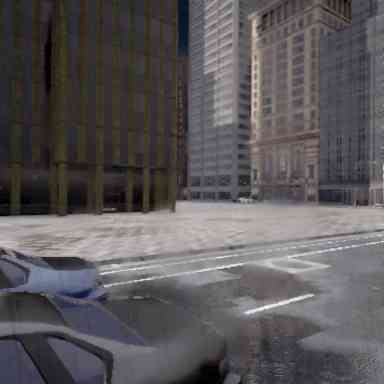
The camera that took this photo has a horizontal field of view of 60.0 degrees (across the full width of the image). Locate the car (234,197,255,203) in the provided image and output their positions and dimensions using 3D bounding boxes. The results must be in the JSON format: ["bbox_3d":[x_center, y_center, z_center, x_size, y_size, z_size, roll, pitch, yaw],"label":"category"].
[{"bbox_3d":[12.415,1.793,76.096,1.812,1.442,4.674,1,-1,-35],"label":"car"}]

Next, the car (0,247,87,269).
[{"bbox_3d":[-3.988,1.542,4.831,5.357,1.411,2.033,1,0,-35],"label":"car"}]

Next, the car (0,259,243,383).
[{"bbox_3d":[-2.102,1.542,2.185,5.357,1.411,2.033,1,0,-35],"label":"car"}]

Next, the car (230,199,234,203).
[{"bbox_3d":[11.474,2.132,82.612,1.895,1.301,4.718,1,-1,-35],"label":"car"}]

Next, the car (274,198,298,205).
[{"bbox_3d":[19.917,2.052,70.684,2.033,1.411,5.357,1,-1,-35],"label":"car"}]
